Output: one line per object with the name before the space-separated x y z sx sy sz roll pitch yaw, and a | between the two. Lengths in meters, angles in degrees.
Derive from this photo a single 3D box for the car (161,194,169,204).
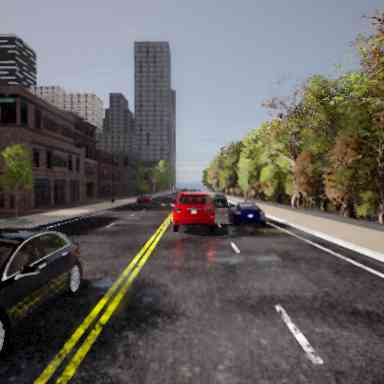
car | -3.320 0.958 47.733 1.994 1.385 4.181 0 1 0

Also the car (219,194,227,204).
car | 3.335 0.980 41.560 1.837 1.490 4.892 0 1 0

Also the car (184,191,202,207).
car | 0.084 0.839 40.377 2.097 1.767 4.553 0 1 0

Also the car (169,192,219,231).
car | 0.099 0.989 18.644 2.150 2.045 5.566 0 1 0

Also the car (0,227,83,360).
car | -3.340 1.435 5.563 1.837 1.490 4.892 0 0 0

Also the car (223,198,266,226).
car | 3.349 1.299 21.024 1.994 1.385 4.181 0 1 0

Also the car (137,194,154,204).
car | -6.573 1.006 46.870 1.895 1.301 4.718 0 1 0
